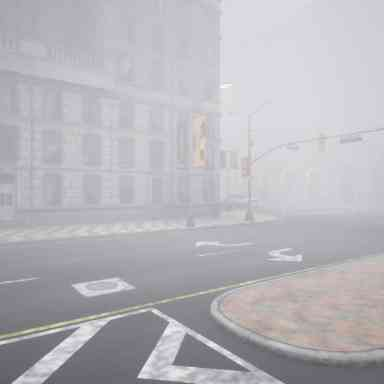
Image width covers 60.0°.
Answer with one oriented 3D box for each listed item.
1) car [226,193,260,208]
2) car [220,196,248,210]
[{"bbox_3d":[6.897,1.221,46.378,2.150,2.045,5.566,0,0,-37],"label":"car"},{"bbox_3d":[4.725,1.564,43.414,1.994,1.385,4.181,0,0,-36],"label":"car"}]
